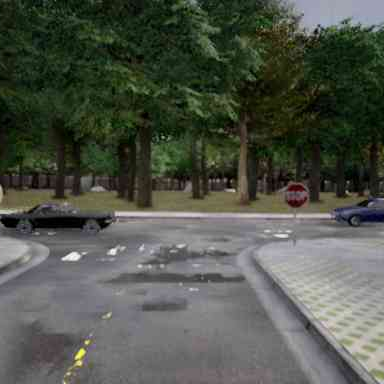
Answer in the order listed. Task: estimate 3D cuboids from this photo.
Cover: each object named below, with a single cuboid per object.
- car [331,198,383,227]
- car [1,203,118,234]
[{"bbox_3d":[10.141,1.089,18.363,4.674,1.442,1.812,0,3,-1],"label":"car"},{"bbox_3d":[-5.886,1.149,15.234,4.718,1.301,1.895,0,2,-1],"label":"car"}]
